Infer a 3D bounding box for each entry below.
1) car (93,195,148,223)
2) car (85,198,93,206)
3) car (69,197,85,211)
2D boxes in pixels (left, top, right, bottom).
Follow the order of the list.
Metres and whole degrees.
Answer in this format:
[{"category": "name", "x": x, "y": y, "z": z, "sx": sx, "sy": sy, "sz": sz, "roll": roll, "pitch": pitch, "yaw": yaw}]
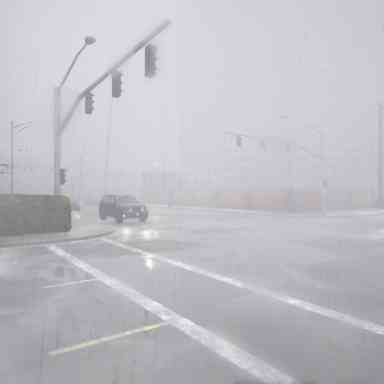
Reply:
[{"category": "car", "x": -5.450, "y": 1.222, "z": 25.777, "sx": 2.150, "sy": 2.045, "sz": 5.566, "roll": 0, "pitch": 0, "yaw": -35}, {"category": "car", "x": -15.991, "y": 1.564, "z": 53.304, "sx": 1.994, "sy": 1.385, "sz": 4.181, "roll": 0, "pitch": 0, "yaw": -35}, {"category": "car", "x": -14.559, "y": 1.353, "z": 38.773, "sx": 2.097, "sy": 1.767, "sz": 4.553, "roll": 0, "pitch": 0, "yaw": -35}]
